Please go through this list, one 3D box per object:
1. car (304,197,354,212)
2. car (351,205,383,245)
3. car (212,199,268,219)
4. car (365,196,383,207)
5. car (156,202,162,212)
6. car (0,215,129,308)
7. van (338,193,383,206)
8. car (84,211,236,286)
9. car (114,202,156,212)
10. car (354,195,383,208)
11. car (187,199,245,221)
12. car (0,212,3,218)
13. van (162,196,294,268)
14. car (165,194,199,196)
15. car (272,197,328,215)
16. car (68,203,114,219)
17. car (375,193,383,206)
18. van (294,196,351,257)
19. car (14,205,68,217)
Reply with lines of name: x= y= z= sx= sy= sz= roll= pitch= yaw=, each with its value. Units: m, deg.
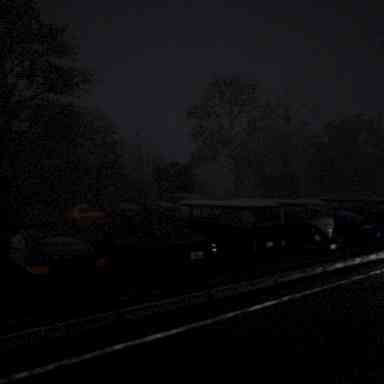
car: x=15.473 y=1.347 z=37.691 sx=2.163 sy=1.488 sz=4.792 roll=0 pitch=0 yaw=-36
car: x=5.626 y=1.459 z=14.595 sx=2.097 sy=1.535 sz=5.008 roll=0 pitch=0 yaw=-36
car: x=4.165 y=1.409 z=29.644 sx=2.097 sy=1.535 sz=5.008 roll=0 pitch=0 yaw=-36
car: x=26.744 y=1.266 z=45.787 sx=2.002 sy=1.452 sz=4.674 roll=0 pitch=0 yaw=-36
car: x=-2.600 y=1.466 z=24.791 sx=2.231 sy=1.521 sz=4.892 roll=0 pitch=0 yaw=-36
car: x=-3.501 y=1.551 z=8.069 sx=2.002 sy=1.452 sz=4.674 roll=0 pitch=0 yaw=-36
van: x=7.834 y=1.215 z=16.324 sx=1.878 sy=1.987 sz=4.442 roll=0 pitch=0 yaw=-36
car: x=-1.235 y=1.534 z=9.729 sx=2.163 sy=1.488 sz=4.792 roll=0 pitch=0 yaw=-36
car: x=-4.860 y=1.481 z=23.175 sx=2.097 sy=1.535 sz=5.008 roll=0 pitch=0 yaw=-36
car: x=24.488 y=1.243 z=44.170 sx=2.097 sy=1.535 sz=5.008 roll=0 pitch=0 yaw=-36
car: x=1.908 y=1.428 z=28.029 sx=2.097 sy=1.535 sz=5.008 roll=0 pitch=0 yaw=-36
car: x=-11.656 y=1.542 z=18.355 sx=2.163 sy=1.488 sz=4.792 roll=0 pitch=0 yaw=-36
van: x=0.993 y=1.265 z=11.430 sx=1.878 sy=1.987 sz=4.442 roll=0 pitch=0 yaw=-36
car: x=-0.332 y=1.195 z=26.386 sx=2.435 sy=2.045 sz=5.566 roll=0 pitch=0 yaw=-36
car: x=11.048 y=1.351 z=34.333 sx=1.946 sy=1.575 sz=5.366 roll=0 pitch=0 yaw=-36
car: x=-7.229 y=1.492 z=21.714 sx=1.946 sy=1.575 sz=5.366 roll=0 pitch=0 yaw=-36
car: x=28.981 y=1.083 z=47.428 sx=2.185 sy=1.767 sz=4.553 roll=0 pitch=0 yaw=-36
van: x=3.407 y=1.251 z=12.870 sx=1.878 sy=1.987 sz=4.442 roll=0 pitch=0 yaw=-36
car: x=-9.359 y=1.538 z=19.927 sx=2.163 sy=1.488 sz=4.792 roll=0 pitch=0 yaw=-36
